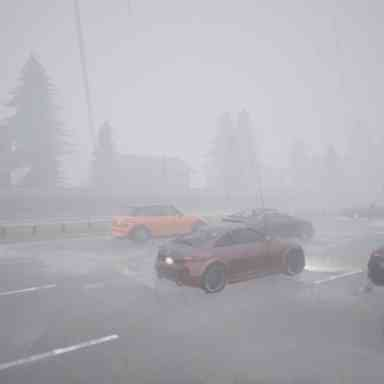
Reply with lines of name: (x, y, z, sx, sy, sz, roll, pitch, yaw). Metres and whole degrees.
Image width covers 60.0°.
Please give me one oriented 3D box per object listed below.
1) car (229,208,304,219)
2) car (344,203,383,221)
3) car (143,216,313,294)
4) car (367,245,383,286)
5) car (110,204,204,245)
car: (3.396, 1.470, 14.769, 4.902, 1.511, 2.128, 0, 0, -35)
car: (14.444, 1.548, 26.952, 4.718, 1.301, 1.895, 0, 0, -35)
car: (1.109, 1.553, 8.839, 4.181, 1.385, 1.994, 0, 0, -35)
car: (6.139, 1.545, 8.127, 4.181, 1.385, 1.994, 0, 0, -35)
car: (-1.427, 1.337, 15.631, 4.553, 1.767, 2.097, 0, 0, -35)
